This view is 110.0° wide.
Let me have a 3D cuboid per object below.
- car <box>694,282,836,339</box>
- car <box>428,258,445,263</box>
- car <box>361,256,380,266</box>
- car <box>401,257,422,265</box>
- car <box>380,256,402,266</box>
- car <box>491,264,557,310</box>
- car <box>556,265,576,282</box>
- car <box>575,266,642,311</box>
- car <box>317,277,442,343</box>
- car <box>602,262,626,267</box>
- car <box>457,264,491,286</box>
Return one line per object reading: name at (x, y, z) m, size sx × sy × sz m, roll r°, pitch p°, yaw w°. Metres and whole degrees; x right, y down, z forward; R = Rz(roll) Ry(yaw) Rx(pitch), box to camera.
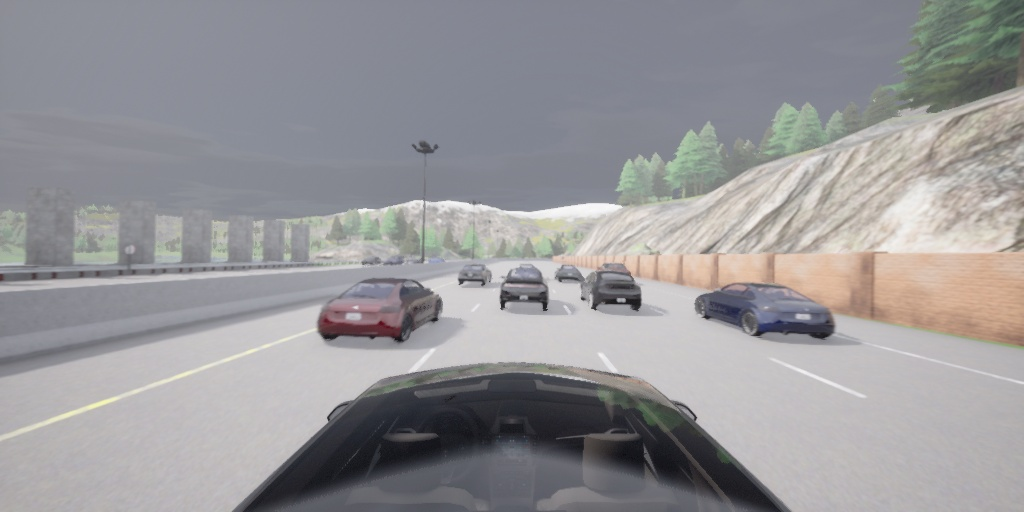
car at (7.342, 1.480, 10.925) m, size 1.994 × 1.385 × 4.181 m, roll 1°, pitch 0°, yaw 3°
car at (-12.196, 1.006, 57.962) m, size 1.882 × 1.535 × 5.008 m, roll 1°, pitch 0°, yaw 2°
car at (-22.679, 0.805, 58.165) m, size 1.837 × 1.490 × 4.892 m, roll 1°, pitch 0°, yaw 2°
car at (-15.692, 0.945, 58.040) m, size 2.128 × 1.511 × 4.902 m, roll 1°, pitch 0°, yaw 2°
car at (-19.173, 0.729, 58.595) m, size 2.097 × 1.767 × 4.553 m, roll 1°, pitch 0°, yaw 2°
car at (0.528, 1.263, 15.015) m, size 2.128 × 1.511 × 4.902 m, roll 1°, pitch 0°, yaw 3°
car at (4.708, 1.438, 30.516) m, size 1.994 × 1.385 × 4.181 m, roll 1°, pitch 0°, yaw 2°
car at (4.044, 1.352, 15.292) m, size 1.837 × 1.490 × 4.892 m, roll 1°, pitch 0°, yaw 3°
car at (-3.235, 1.250, 9.593) m, size 1.994 × 1.385 × 4.181 m, roll 1°, pitch 0°, yaw 3°
car at (8.171, 1.300, 29.505) m, size 2.097 × 1.767 × 4.553 m, roll 1°, pitch 0°, yaw 3°
car at (-2.535, 1.261, 25.360) m, size 2.033 × 1.411 × 5.357 m, roll 1°, pitch 0°, yaw 3°
